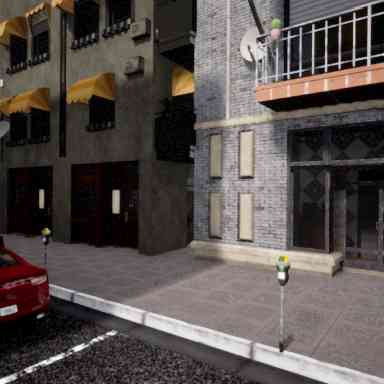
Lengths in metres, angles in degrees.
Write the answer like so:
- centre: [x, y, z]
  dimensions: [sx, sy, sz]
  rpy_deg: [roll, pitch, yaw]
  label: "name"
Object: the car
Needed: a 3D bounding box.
- centre: [-4.405, 1.543, 6.015]
  dimensions: [4.507, 1.381, 1.887]
  rpy_deg: [0, 1, 36]
  label: "car"
